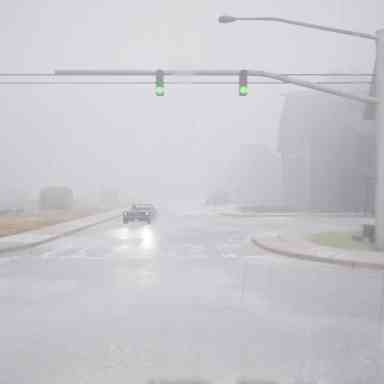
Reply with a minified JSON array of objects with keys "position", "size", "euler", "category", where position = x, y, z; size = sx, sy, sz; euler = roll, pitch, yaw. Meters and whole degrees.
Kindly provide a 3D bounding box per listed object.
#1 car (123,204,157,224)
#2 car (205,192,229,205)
[{"position":[-3.685,1.522,24.048],"size":[1.895,1.301,4.718],"euler":[0,0,0],"category":"car"},{"position":[3.932,0.991,52.666],"size":[1.905,1.878,3.866],"euler":[-8,4,-42],"category":"car"}]
